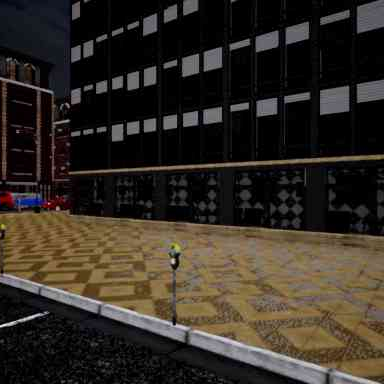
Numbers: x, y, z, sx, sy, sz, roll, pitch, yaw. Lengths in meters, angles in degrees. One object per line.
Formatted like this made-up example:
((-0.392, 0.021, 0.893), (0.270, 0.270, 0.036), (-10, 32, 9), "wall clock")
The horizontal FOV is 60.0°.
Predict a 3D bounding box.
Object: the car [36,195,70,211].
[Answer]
((-13.495, 1.269, 35.083), (1.887, 1.381, 4.507), (1, 1, 35), "car")

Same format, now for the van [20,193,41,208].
((-19.972, 1.050, 39.566), (1.690, 1.788, 3.998), (1, 1, 35), "van")

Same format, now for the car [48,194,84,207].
((-16.737, 1.079, 44.207), (1.967, 1.590, 4.097), (1, 1, 35), "car")

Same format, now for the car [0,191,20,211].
((-21.034, 0.996, 33.741), (2.150, 2.045, 5.566), (0, 2, 35), "car")
